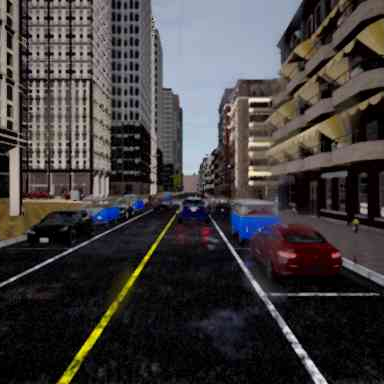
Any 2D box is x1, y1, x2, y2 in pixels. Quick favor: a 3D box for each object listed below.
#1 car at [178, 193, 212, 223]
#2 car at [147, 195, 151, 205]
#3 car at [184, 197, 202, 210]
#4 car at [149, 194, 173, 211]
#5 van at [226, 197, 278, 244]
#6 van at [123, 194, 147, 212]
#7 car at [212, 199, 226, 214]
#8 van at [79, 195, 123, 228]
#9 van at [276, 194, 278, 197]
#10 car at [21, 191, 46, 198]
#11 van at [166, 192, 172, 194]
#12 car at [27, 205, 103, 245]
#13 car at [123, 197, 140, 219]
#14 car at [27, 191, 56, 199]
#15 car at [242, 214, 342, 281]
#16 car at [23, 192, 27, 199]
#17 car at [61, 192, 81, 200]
[{"bbox_3d":[0.113,1.184,23.850,2.097,1.767,4.553,0,0,0],"label":"car"},{"bbox_3d":[-5.658,1.107,48.854,1.967,1.590,4.097,0,0,0],"label":"car"},{"bbox_3d":[0.123,1.291,39.736,1.994,1.385,4.181,0,0,0],"label":"car"},{"bbox_3d":[-3.056,1.296,36.364,2.033,1.411,5.357,0,0,0],"label":"car"},{"bbox_3d":[2.700,1.235,14.957,1.690,1.788,3.998,0,0,0],"label":"van"},{"bbox_3d":[-5.669,1.120,31.908,1.690,1.788,3.998,0,0,0],"label":"van"},{"bbox_3d":[2.712,1.329,31.903,2.008,1.369,4.403,0,0,0],"label":"car"},{"bbox_3d":[-5.677,1.196,20.611,1.690,1.788,3.998,0,0,0],"label":"van"},{"bbox_3d":[16.971,1.300,59.573,3.998,1.788,1.690,1,-1,0],"label":"van"},{"bbox_3d":[-32.316,0.525,68.003,4.206,1.307,1.802,1,-1,0],"label":"car"},{"bbox_3d":[-5.636,0.802,81.327,1.690,1.788,3.998,0,0,0],"label":"van"},{"bbox_3d":[-5.680,1.460,14.964,1.947,1.339,4.313,0,0,0],"label":"car"},{"bbox_3d":[-5.672,1.367,26.261,2.008,1.369,4.403,0,0,0],"label":"car"},{"bbox_3d":[-26.667,0.700,59.633,4.206,1.307,1.802,1,-1,0],"label":"car"},{"bbox_3d":[2.697,1.515,9.310,1.802,1.307,4.206,0,0,0],"label":"car"},{"bbox_3d":[-32.237,0.326,59.627,5.009,1.841,2.192,1,-1,0],"label":"car"},{"bbox_3d":[-21.091,0.666,59.644,4.097,1.590,1.967,1,-1,0],"label":"car"}]
